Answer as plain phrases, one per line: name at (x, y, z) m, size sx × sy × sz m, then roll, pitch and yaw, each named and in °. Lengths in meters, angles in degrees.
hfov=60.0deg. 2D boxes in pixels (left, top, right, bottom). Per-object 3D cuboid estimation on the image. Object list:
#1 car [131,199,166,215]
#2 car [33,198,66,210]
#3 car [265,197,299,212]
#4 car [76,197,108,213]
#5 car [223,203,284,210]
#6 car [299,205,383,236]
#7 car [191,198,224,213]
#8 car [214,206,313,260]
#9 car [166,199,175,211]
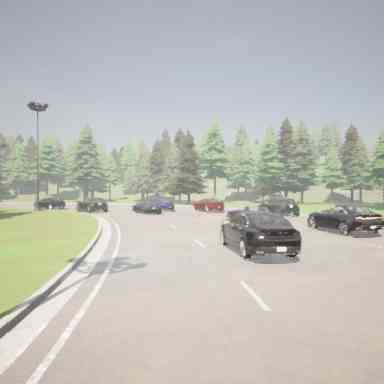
car at (-4.809, 1.563, 34.707) m, size 1.994 × 1.385 × 4.181 m, roll 0°, pitch 0°, yaw -31°
car at (-18.820, 1.505, 43.892) m, size 4.892 × 1.490 × 1.837 m, roll 0°, pitch 0°, yaw 30°
car at (8.266, 1.351, 31.988) m, size 2.097 × 1.767 × 4.553 m, roll 0°, pitch 0°, yaw -18°
car at (-11.310, 1.352, 37.463) m, size 2.097 × 1.767 × 4.553 m, roll 0°, pitch 0°, yaw -41°
car at (3.950, 1.601, 22.369) m, size 1.895 × 1.301 × 4.718 m, roll 0°, pitch 0°, yaw -14°
car at (8.376, 1.491, 18.608) m, size 2.128 × 1.511 × 4.902 m, roll 0°, pitch 0°, yaw -12°
car at (1.707, 1.478, 37.929) m, size 1.882 × 1.535 × 5.008 m, roll 0°, pitch -1°, yaw -30°
car at (2.384, 1.504, 12.588) m, size 1.837 × 1.490 × 4.892 m, roll 1°, pitch 0°, yaw -9°
car at (-3.812, 1.526, 39.338) m, size 1.812 × 1.442 × 4.674 m, roll 0°, pitch 0°, yaw -36°
